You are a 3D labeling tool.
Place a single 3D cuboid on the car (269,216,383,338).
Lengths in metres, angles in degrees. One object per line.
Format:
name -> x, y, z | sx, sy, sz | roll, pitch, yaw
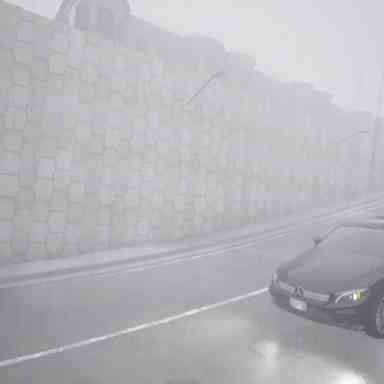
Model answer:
car -> 3.530, 1.268, 6.365 | 4.674, 1.442, 1.812 | -6, 3, -34
